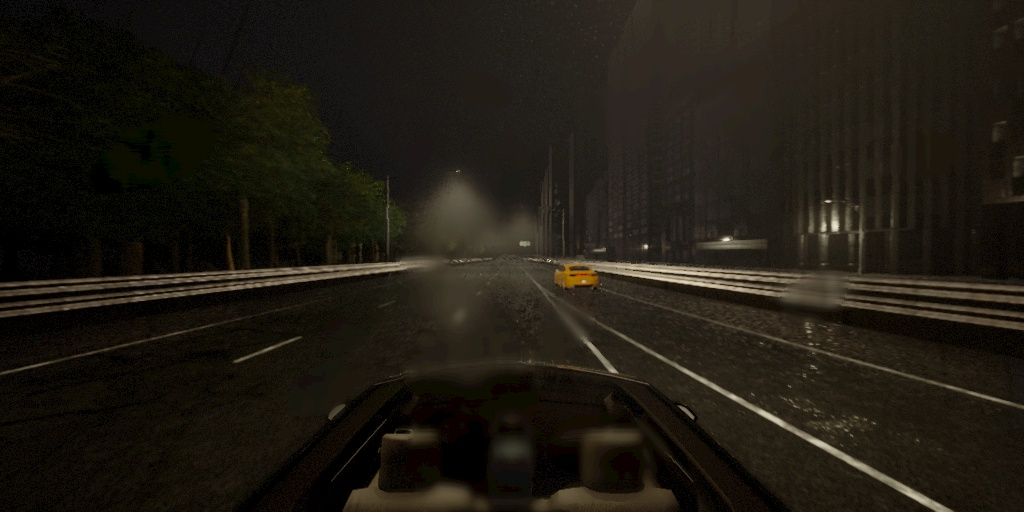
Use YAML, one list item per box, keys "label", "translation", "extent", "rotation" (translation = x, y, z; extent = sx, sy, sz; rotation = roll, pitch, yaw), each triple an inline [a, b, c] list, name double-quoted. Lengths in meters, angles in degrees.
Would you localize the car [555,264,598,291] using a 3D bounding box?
- label: "car"
  translation: [3.810, 1.234, 21.905]
  extent: [1.882, 1.535, 5.008]
  rotation: [0, 0, -2]
